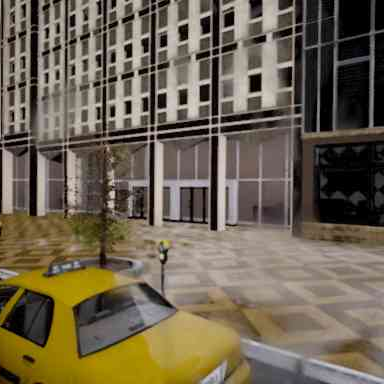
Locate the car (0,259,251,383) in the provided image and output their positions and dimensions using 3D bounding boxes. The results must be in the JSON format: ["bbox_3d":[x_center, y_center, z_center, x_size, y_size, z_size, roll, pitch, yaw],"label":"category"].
[{"bbox_3d":[-1.715,1.510,4.091,4.829,1.417,1.752,0,1,36],"label":"car"}]
